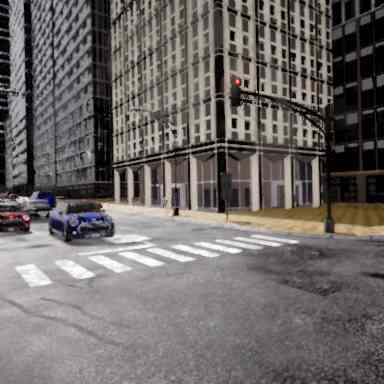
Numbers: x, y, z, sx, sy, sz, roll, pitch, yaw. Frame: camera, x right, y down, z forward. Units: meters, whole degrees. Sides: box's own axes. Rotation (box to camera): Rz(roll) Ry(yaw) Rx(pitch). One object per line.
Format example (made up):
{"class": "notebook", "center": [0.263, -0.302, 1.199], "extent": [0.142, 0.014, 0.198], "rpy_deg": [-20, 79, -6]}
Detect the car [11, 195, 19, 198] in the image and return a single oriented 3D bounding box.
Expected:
{"class": "car", "center": [-19.848, 1.373, 36.219], "extent": [1.895, 1.301, 4.718], "rpy_deg": [-1, 1, -35]}

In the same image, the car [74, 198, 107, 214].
{"class": "car", "center": [-9.906, 1.296, 32.272], "extent": [1.802, 1.307, 4.206], "rpy_deg": [0, 0, -36]}

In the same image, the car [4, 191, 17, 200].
{"class": "car", "center": [-42.377, 0.813, 77.617], "extent": [2.192, 1.841, 5.009], "rpy_deg": [0, 0, -36]}

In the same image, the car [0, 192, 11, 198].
{"class": "car", "center": [-16.681, 1.165, 27.344], "extent": [2.192, 1.841, 5.009], "rpy_deg": [0, 0, -36]}

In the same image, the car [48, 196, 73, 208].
{"class": "car", "center": [-16.499, 1.195, 41.481], "extent": [1.752, 1.417, 4.829], "rpy_deg": [0, 0, -36]}

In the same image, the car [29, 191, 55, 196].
{"class": "car", "center": [-17.040, 0.944, 37.754], "extent": [2.150, 2.045, 5.566], "rpy_deg": [-1, 1, -36]}

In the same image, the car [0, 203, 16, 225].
{"class": "car", "center": [-13.437, 1.454, 22.811], "extent": [1.802, 1.307, 4.206], "rpy_deg": [0, 0, -36]}

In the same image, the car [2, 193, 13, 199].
{"class": "car", "center": [-45.625, 1.043, 82.152], "extent": [1.947, 1.339, 4.313], "rpy_deg": [0, 0, -36]}

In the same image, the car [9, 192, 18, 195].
{"class": "car", "center": [-39.131, 1.064, 73.083], "extent": [1.887, 1.381, 4.507], "rpy_deg": [0, 0, -36]}

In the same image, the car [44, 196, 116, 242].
{"class": "car", "center": [-5.328, 1.224, 15.843], "extent": [2.097, 1.767, 4.553], "rpy_deg": [-1, 1, -34]}

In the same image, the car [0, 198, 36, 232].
{"class": "car", "center": [-10.190, 1.334, 18.279], "extent": [1.967, 1.590, 4.097], "rpy_deg": [0, 0, -36]}

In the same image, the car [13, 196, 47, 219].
{"class": "car", "center": [-11.468, 1.320, 24.486], "extent": [2.128, 1.511, 4.902], "rpy_deg": [-1, 1, -36]}
